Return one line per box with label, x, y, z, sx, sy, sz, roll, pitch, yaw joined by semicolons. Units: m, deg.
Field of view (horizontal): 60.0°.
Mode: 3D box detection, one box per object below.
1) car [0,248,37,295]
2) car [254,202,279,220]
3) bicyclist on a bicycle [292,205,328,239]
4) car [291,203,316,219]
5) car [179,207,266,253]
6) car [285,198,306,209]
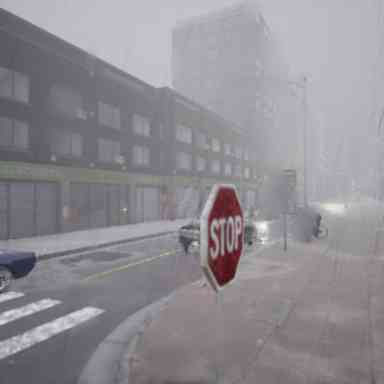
car;-5.730;1.675;6.638;1.895;1.301;4.718;0;0;27
car;6.664;1.727;30.706;2.128;1.511;4.902;0;0;27
bicyclist on a bicycle;5.614;1.422;15.882;1.656;1.620;0.582;-1;-1;27
car;10.918;1.768;32.539;1.812;1.442;4.674;0;-1;27
car;1.234;1.604;13.718;2.128;1.511;4.902;0;0;27
car;13.863;1.499;44.496;1.994;1.385;4.181;0;-1;27
